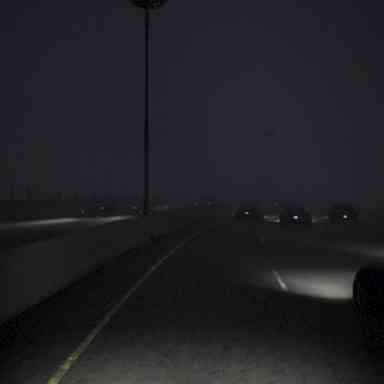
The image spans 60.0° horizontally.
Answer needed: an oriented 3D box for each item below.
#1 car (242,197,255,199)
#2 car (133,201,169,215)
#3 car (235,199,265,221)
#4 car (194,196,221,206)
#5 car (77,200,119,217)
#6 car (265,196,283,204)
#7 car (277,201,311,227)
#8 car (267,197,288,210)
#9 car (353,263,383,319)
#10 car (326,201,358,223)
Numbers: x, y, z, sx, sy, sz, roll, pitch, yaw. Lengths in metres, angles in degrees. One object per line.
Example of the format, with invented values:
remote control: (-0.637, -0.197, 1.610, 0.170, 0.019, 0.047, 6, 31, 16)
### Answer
car: (11.325, 1.651, 67.557, 1.812, 1.442, 4.674, 0, 0, 38)
car: (-4.180, 1.616, 34.191, 1.895, 1.301, 4.718, 0, 0, 21)
car: (4.775, 1.568, 27.212, 1.994, 1.385, 4.181, 0, 0, 17)
car: (1.924, 1.379, 39.706, 2.097, 1.767, 4.553, 0, 0, 25)
car: (-8.783, 1.500, 31.395, 2.128, 1.511, 4.902, 0, 0, 18)
car: (16.994, 1.631, 68.630, 1.994, 1.385, 4.181, 0, 0, 41)
car: (7.088, 1.567, 22.906, 1.994, 1.385, 4.181, 0, 0, 16)
car: (11.463, 1.531, 42.788, 2.163, 1.488, 4.792, 0, 0, 28)
car: (3.888, 1.535, 4.422, 1.812, 1.442, 4.674, 0, 0, 3)
car: (11.702, 1.507, 26.065, 1.837, 1.490, 4.892, 0, 0, 18)
